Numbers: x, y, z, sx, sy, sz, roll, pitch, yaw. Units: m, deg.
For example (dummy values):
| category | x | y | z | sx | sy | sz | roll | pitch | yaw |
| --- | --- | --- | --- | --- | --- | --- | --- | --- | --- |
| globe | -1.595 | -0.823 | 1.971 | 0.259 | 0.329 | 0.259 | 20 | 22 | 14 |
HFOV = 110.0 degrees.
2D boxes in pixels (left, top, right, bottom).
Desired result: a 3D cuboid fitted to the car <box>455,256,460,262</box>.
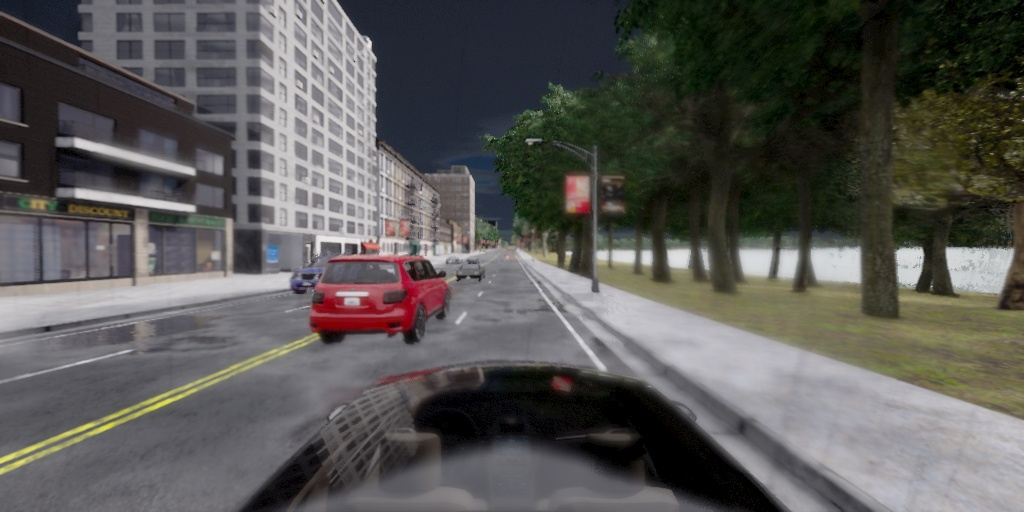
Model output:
| category | x | y | z | sx | sy | sz | roll | pitch | yaw |
| --- | --- | --- | --- | --- | --- | --- | --- | --- | --- |
| car | -9.769 | 0.757 | 59.350 | 2.128 | 1.511 | 4.902 | 0 | 1 | 1 |

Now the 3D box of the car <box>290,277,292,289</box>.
| category | x | y | z | sx | sy | sz | roll | pitch | yaw |
| --- | --- | --- | --- | --- | --- | --- | --- | --- | --- |
| car | -9.843 | 0.950 | 19.998 | 2.150 | 2.045 | 5.566 | 0 | 0 | 0 |

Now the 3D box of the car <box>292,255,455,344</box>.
| category | x | y | z | sx | sy | sz | roll | pitch | yaw |
| --- | --- | --- | --- | --- | --- | --- | --- | --- | --- |
| car | -3.146 | 0.992 | 9.760 | 2.150 | 2.045 | 5.566 | 0 | 0 | 0 |

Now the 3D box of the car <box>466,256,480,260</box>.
| category | x | y | z | sx | sy | sz | roll | pitch | yaw |
| --- | --- | --- | --- | --- | --- | --- | --- | --- | --- |
| car | -6.521 | 0.731 | 60.166 | 1.882 | 1.535 | 5.008 | 0 | 1 | 1 |

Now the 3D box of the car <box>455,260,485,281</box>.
| category | x | y | z | sx | sy | sz | roll | pitch | yaw |
| --- | --- | --- | --- | --- | --- | --- | --- | --- | --- |
| car | -3.140 | 1.244 | 28.046 | 1.895 | 1.301 | 4.718 | 0 | 1 | 0 |
